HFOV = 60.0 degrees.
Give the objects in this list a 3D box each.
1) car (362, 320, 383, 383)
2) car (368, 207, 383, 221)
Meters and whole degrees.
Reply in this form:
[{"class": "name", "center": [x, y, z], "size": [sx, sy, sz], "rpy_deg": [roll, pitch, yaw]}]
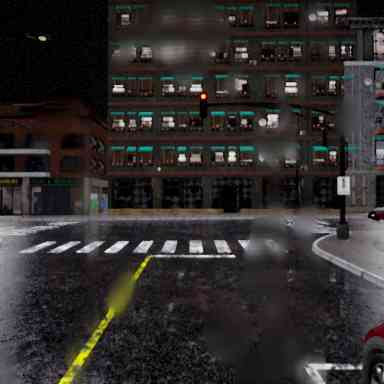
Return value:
[{"class": "car", "center": [2.753, 1.440, 1.901], "size": [1.967, 1.590, 4.097], "rpy_deg": [1, 0, 0]}, {"class": "car", "center": [14.853, 1.440, 23.615], "size": [4.181, 1.385, 1.994], "rpy_deg": [-1, -1, 1]}]
